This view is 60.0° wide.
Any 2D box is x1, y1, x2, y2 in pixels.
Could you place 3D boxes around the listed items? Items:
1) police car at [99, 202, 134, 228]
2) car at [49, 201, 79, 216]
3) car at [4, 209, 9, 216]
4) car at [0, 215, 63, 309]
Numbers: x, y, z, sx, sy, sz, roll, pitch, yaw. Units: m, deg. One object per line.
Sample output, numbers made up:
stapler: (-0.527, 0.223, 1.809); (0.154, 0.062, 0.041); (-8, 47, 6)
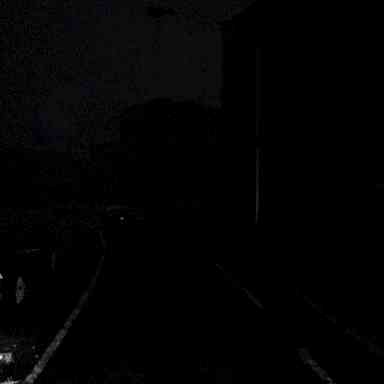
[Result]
police car: (-5.501, 1.557, 23.826); (1.930, 1.638, 5.238); (-1, 0, -22)
car: (-14.927, 1.968, 38.625); (2.097, 1.767, 4.553); (-3, 0, -40)
car: (-26.550, 2.822, 44.720); (5.008, 1.535, 1.882); (-4, 0, 36)
car: (-4.522, 1.529, 7.796); (1.837, 1.490, 4.892); (0, 0, -10)
